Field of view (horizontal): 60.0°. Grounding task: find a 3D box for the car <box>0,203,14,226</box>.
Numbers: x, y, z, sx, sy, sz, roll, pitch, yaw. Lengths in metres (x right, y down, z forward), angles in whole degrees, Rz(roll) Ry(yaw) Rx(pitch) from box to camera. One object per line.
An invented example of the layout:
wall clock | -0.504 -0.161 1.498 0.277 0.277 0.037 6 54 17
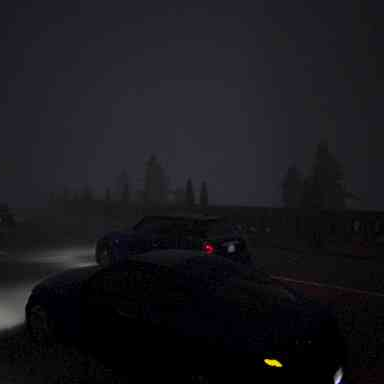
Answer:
car | -13.679 1.509 23.008 1.837 1.490 4.892 0 0 -37

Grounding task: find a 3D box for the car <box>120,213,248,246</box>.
car | -0.691 1.369 9.282 4.553 1.767 2.097 0 0 40

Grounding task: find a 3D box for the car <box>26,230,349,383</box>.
car | -0.434 1.536 4.552 4.674 1.442 1.812 0 0 38
